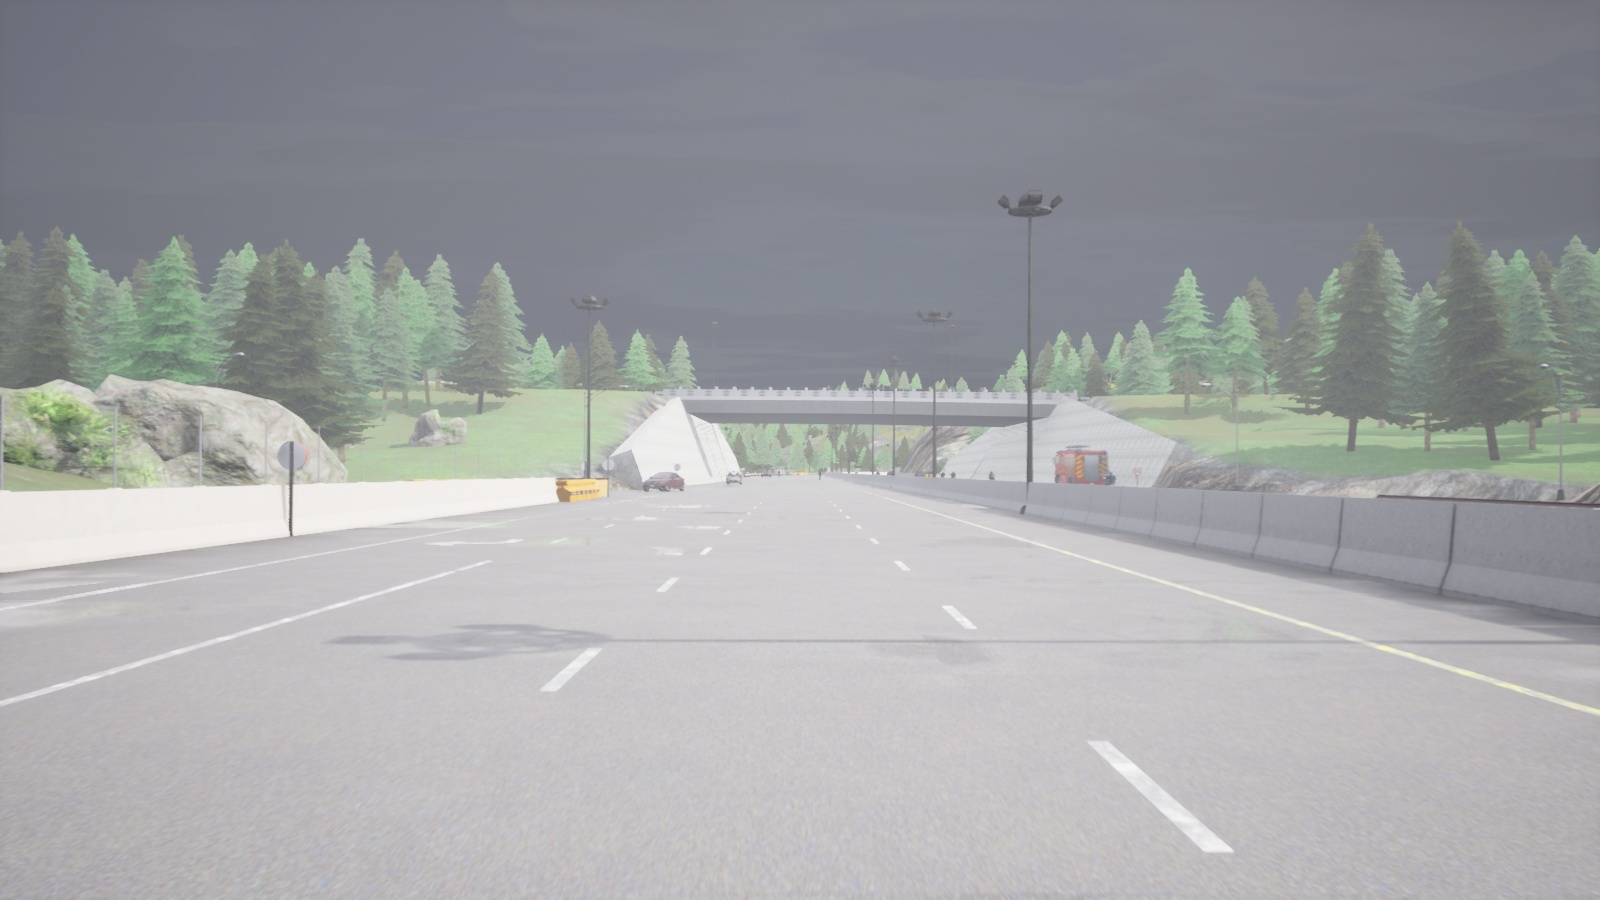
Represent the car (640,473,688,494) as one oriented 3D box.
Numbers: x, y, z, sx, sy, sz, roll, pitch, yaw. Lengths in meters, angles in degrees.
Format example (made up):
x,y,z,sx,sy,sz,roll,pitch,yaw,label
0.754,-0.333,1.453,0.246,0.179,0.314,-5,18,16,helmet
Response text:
x,y,z,sx,sy,sz,roll,pitch,yaw,label
-9.894,2.417,91.806,1.812,1.442,4.674,0,-1,17,car
